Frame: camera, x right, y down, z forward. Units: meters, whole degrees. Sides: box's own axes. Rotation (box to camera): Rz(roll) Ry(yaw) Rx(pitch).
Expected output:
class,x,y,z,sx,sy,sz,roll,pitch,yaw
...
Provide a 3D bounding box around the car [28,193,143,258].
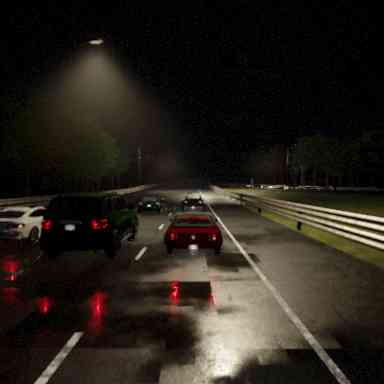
class,x,y,z,sx,sy,sz,roll,pitch,yaw
car,-3.437,1.039,12.125,2.150,2.045,5.566,0,1,1

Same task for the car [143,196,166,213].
class,x,y,z,sx,sy,sz,roll,pitch,yaw
car,-3.388,1.018,28.482,1.994,1.385,4.181,0,2,1

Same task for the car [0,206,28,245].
class,x,y,z,sx,sy,sz,roll,pitch,yaw
car,-6.916,1.305,14.018,1.812,1.442,4.674,0,1,1

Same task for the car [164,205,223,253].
class,x,y,z,sx,sy,sz,roll,pitch,yaw
car,0.070,1.407,12.706,1.895,1.301,4.718,0,1,1

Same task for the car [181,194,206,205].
class,x,y,z,sx,sy,sz,roll,pitch,yaw
car,0.111,0.950,28.288,2.128,1.511,4.902,0,1,1

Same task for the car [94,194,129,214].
class,x,y,z,sx,sy,sz,roll,pitch,yaw
car,-6.884,0.966,28.956,1.812,1.442,4.674,0,2,1
